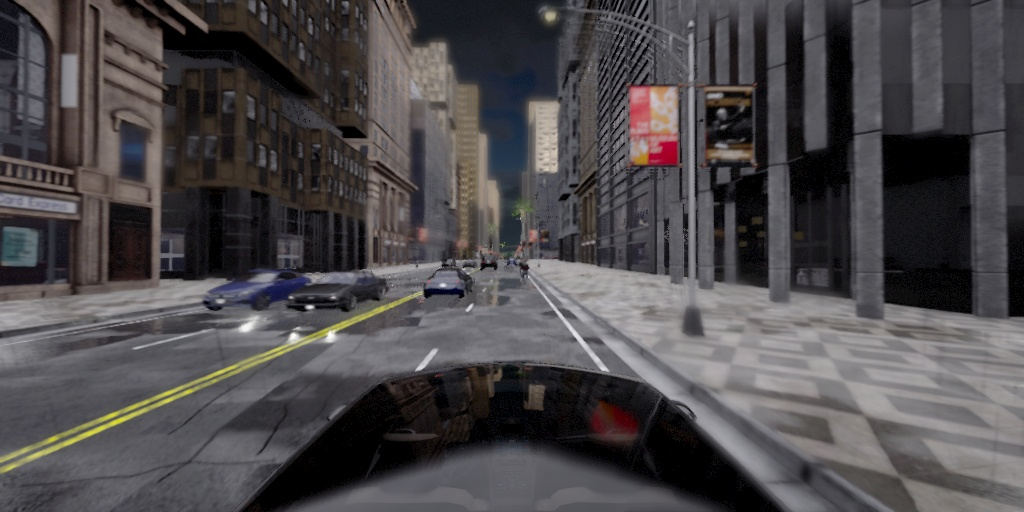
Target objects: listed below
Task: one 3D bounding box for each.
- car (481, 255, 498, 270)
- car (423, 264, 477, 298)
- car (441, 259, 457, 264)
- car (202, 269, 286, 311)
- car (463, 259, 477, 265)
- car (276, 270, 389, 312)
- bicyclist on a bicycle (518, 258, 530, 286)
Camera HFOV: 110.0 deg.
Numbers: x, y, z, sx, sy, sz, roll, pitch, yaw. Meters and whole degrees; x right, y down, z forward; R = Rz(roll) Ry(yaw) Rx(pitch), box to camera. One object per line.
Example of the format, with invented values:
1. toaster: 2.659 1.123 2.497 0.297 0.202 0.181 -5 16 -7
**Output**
1. car: -3.164 0.921 50.973 2.150 2.045 5.566 0 0 0
2. car: -3.157 1.307 18.396 1.994 1.385 4.181 0 0 0
3. car: -9.822 1.188 56.034 1.837 1.490 4.892 0 0 0
4. car: -9.853 1.271 14.452 1.812 1.442 4.674 0 0 0
5. car: -6.569 1.231 56.052 2.033 1.411 5.357 0 0 1
6. car: -6.604 1.293 14.379 2.033 1.411 5.357 0 0 0
7. bicyclist on a bicycle: 0.887 1.111 23.968 0.659 1.776 1.843 0 0 0
